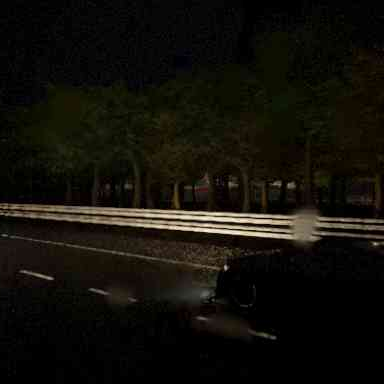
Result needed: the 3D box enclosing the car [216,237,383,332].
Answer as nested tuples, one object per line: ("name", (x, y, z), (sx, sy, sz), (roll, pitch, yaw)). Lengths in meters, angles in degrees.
("car", (2.554, 1.568, 6.346), (4.181, 1.385, 1.994), (0, 0, 35))
